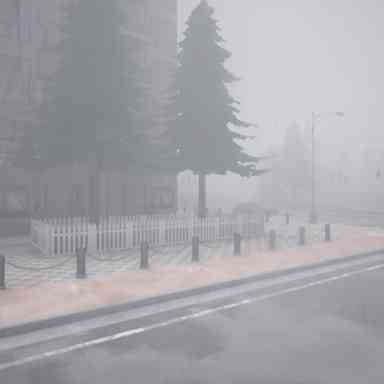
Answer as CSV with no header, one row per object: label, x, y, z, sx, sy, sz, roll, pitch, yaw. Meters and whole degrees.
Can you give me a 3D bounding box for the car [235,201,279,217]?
car,5.910,1.539,30.600,1.994,1.385,4.181,0,0,-35
